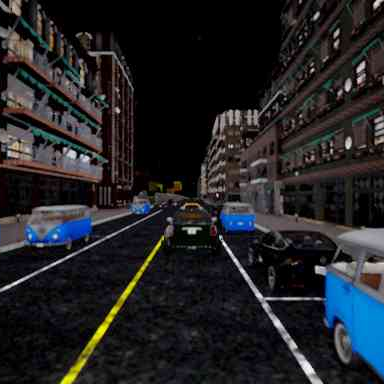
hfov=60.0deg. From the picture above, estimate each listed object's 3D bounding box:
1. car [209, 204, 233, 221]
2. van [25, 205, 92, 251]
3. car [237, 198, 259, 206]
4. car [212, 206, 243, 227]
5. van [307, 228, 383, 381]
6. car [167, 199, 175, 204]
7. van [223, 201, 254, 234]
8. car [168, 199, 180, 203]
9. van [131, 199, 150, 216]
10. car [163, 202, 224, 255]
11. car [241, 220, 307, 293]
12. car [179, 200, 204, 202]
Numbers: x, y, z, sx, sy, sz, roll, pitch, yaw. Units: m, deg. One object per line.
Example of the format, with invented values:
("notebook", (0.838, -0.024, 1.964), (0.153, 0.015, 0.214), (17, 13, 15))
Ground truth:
("car", (2.678, 1.878, 31.550), (1.947, 1.339, 4.313), (0, -1, 0))
("van", (-5.692, 1.483, 14.561), (1.690, 1.788, 3.998), (0, -1, 0))
("car", (13.425, 2.438, 79.940), (5.009, 1.841, 2.192), (1, -2, -1))
("car", (2.682, 1.820, 25.887), (1.947, 1.339, 4.313), (0, -1, 0))
("van", (2.695, 1.373, 3.243), (1.690, 1.788, 3.998), (0, -1, 0))
("car", (-5.735, 2.551, 92.252), (1.947, 1.339, 4.313), (0, -1, 0))
("van", (2.686, 1.539, 20.228), (1.690, 1.788, 3.998), (0, -1, 0))
("car", (-3.036, 2.147, 63.448), (2.128, 1.511, 4.902), (0, -1, 0))
("van", (-5.704, 1.712, 37.208), (1.690, 1.788, 3.998), (0, -1, 0))
("car", (-0.004, 1.487, 14.085), (2.097, 1.767, 4.553), (0, -1, 0))
("car", (2.691, 1.652, 8.901), (1.947, 1.339, 4.313), (0, -1, 0))
("car", (-0.008, 1.769, 29.486), (1.882, 1.535, 5.008), (0, 0, 0))
